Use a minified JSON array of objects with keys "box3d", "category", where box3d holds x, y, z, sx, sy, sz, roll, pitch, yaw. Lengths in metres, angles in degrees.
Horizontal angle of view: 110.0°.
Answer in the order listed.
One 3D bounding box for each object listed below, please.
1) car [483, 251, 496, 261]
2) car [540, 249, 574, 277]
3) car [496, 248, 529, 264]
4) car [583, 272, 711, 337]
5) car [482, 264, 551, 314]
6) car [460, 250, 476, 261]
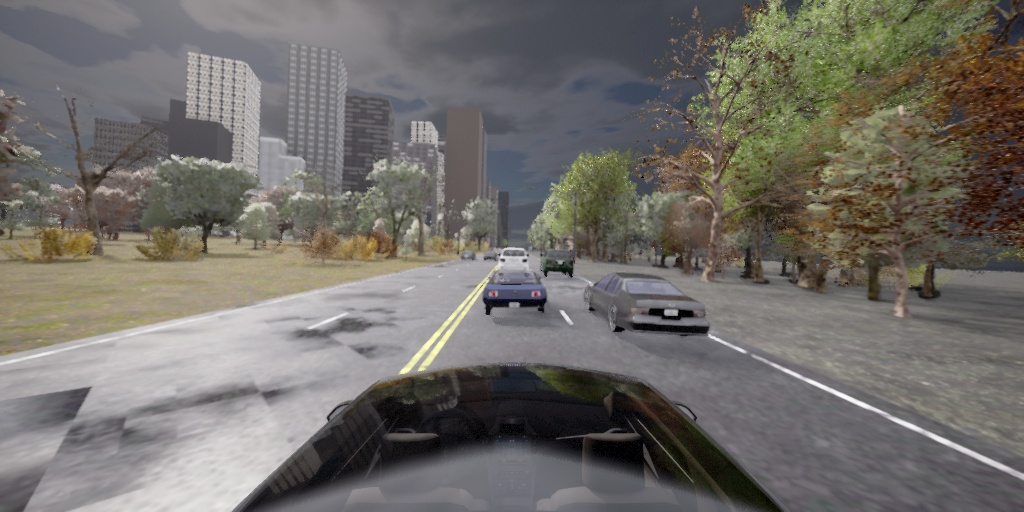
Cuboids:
[{"box3d":[-3.192,-0.014,52.955,1.837,1.490,4.892,1,1,0],"category":"car"},{"box3d":[3.407,0.455,27.768,2.150,2.045,5.566,2,3,1],"category":"car"},{"box3d":[0.140,0.391,27.693,2.150,2.045,5.566,1,2,0],"category":"car"},{"box3d":[3.351,1.173,10.004,2.033,1.411,5.357,3,1,1],"category":"car"},{"box3d":[0.092,1.103,12.424,1.895,1.301,4.718,0,0,0],"category":"car"},{"box3d":[-6.438,-0.119,53.201,2.128,1.511,4.902,2,1,0],"category":"car"}]
